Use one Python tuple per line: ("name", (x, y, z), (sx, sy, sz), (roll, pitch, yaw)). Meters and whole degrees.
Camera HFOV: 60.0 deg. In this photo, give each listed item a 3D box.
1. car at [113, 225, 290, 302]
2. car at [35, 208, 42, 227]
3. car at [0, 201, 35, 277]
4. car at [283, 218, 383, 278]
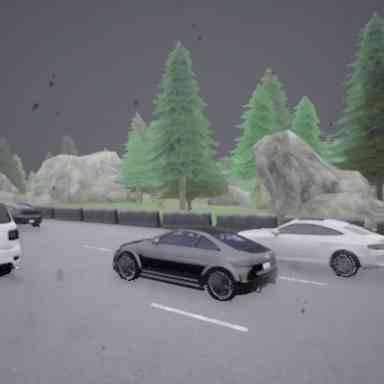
("car", (-0.025, 1.538, 8.305), (4.181, 1.385, 1.994), (0, 0, 35))
("car", (-11.196, 1.426, 20.551), (4.892, 1.490, 1.837), (0, 0, 35))
("car", (-6.753, 1.163, 8.813), (5.566, 2.045, 2.150), (0, 0, 36))
("car", (3.445, 1.509, 10.131), (4.674, 1.442, 1.812), (0, 0, 35))
